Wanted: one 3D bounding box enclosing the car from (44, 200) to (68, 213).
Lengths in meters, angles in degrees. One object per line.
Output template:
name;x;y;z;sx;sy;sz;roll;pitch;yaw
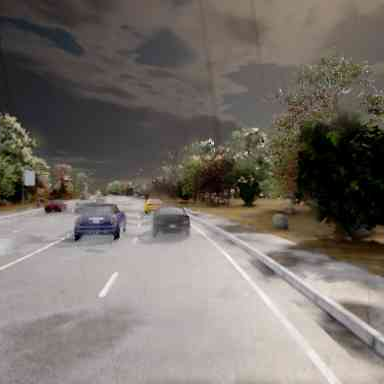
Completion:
car;-15.372;1.631;37.717;1.895;1.301;4.718;0;0;-12

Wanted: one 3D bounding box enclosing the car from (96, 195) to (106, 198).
car;-20.700;1.394;75.698;2.097;1.767;4.553;0;0;-14

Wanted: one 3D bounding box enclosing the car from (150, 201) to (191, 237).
car;-1.216;1.485;18.342;1.882;1.535;5.008;0;0;-7

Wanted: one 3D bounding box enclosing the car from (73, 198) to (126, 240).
car;-4.631;1.365;17.371;2.097;1.767;4.553;0;0;-7

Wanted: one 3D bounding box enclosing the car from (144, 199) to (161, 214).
car;-4.218;1.494;36.483;1.882;1.535;5.008;0;0;-11
